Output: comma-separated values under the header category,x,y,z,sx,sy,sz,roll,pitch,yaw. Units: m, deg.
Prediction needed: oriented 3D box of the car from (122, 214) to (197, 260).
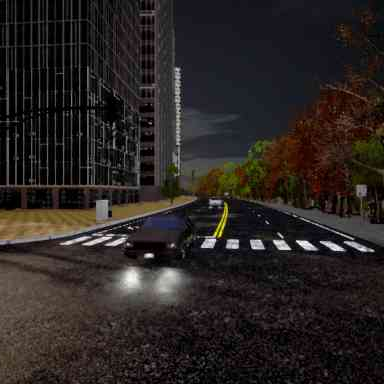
category,x,y,z,sx,sy,sz,roll,pitch,yaw
car,-0.949,1.551,12.755,2.033,1.411,5.357,0,0,8

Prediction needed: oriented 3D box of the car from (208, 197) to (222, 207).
category,x,y,z,sx,sy,sz,roll,pitch,yaw
car,3.607,1.531,51.123,1.812,1.442,4.674,0,0,6
